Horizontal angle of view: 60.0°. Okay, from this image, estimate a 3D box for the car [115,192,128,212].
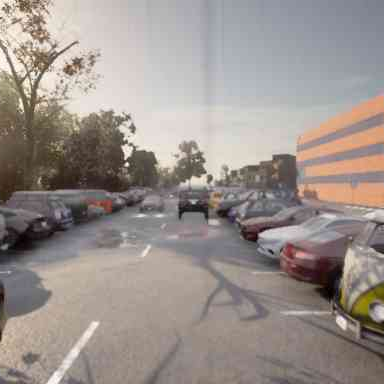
[{"bbox_3d":[-8.170,0.993,27.188,5.008,1.535,2.097,0,1,0],"label":"car"}]

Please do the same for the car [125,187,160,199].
[{"bbox_3d":[-8.154,0.116,55.412,5.566,2.045,2.435,0,1,0],"label":"car"}]

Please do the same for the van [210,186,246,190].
[{"bbox_3d":[4.282,0.515,38.679,4.442,1.987,1.878,0,1,0],"label":"van"}]

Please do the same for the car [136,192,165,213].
[{"bbox_3d":[-3.360,1.004,28.770,1.812,1.442,4.674,0,1,0],"label":"car"}]

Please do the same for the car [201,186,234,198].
[{"bbox_3d":[4.419,0.046,58.454,5.566,2.045,2.435,0,1,0],"label":"car"}]

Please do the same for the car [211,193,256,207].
[{"bbox_3d":[4.402,0.843,35.860,4.674,1.452,2.002,0,1,0],"label":"car"}]

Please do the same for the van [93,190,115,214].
[{"bbox_3d":[-8.279,0.826,24.486,4.442,1.987,1.878,0,1,0],"label":"van"}]

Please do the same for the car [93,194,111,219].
[{"bbox_3d":[-8.170,1.115,21.667,4.892,1.521,2.231,0,1,0],"label":"car"}]

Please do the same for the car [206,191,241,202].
[{"bbox_3d":[4.398,0.595,47.160,4.674,1.452,2.002,0,1,0],"label":"car"}]

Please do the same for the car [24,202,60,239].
[{"bbox_3d":[-8.194,1.329,13.200,4.792,1.488,2.163,0,1,0],"label":"car"}]

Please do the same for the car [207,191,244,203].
[{"bbox_3d":[4.393,0.657,44.335,4.674,1.452,2.002,0,1,0],"label":"car"}]

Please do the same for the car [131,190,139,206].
[{"bbox_3d":[-8.162,0.869,32.833,5.008,1.535,2.097,0,1,0],"label":"car"}]

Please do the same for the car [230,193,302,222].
[{"bbox_3d":[4.377,1.112,16.081,4.553,1.767,2.185,0,1,0],"label":"car"}]

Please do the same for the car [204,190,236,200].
[{"bbox_3d":[4.398,0.428,52.808,5.008,1.535,2.097,0,1,0],"label":"car"}]

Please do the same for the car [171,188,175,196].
[{"bbox_3d":[-3.280,-0.118,70.232,2.097,1.767,4.553,0,1,0],"label":"car"}]

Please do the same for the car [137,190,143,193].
[{"bbox_3d":[-8.173,0.807,35.656,5.008,1.535,2.097,0,1,0],"label":"car"}]

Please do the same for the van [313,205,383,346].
[{"bbox_3d":[4.296,1.230,4.640,4.442,1.987,1.878,0,1,0],"label":"van"}]

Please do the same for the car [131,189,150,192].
[{"bbox_3d":[-8.166,0.680,41.427,5.008,1.535,2.097,0,1,0],"label":"car"}]

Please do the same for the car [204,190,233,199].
[{"bbox_3d":[4.394,0.403,55.636,4.674,1.452,2.002,0,1,0],"label":"car"}]

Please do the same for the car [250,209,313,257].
[{"bbox_3d":[4.413,1.401,10.434,4.674,1.452,2.002,0,1,0],"label":"car"}]

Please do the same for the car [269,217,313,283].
[{"bbox_3d":[4.409,1.458,7.600,4.674,1.452,2.002,0,1,0],"label":"car"}]

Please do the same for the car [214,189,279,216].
[{"bbox_3d":[4.372,0.863,27.381,4.553,1.767,2.185,0,1,0],"label":"car"}]

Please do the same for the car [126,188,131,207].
[{"bbox_3d":[-8.197,0.805,30.008,4.553,1.767,2.185,0,1,0],"label":"car"}]

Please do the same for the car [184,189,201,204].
[{"bbox_3d":[0.082,0.524,42.685,2.097,1.767,4.553,0,1,0],"label":"car"}]

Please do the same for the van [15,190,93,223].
[{"bbox_3d":[-8.281,0.950,18.838,4.442,1.987,1.878,0,1,0],"label":"van"}]

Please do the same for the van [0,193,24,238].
[{"bbox_3d":[-8.043,1.136,10.369,4.442,1.987,1.878,0,1,0],"label":"van"}]

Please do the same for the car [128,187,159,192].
[{"bbox_3d":[-8.187,0.430,52.719,4.892,1.521,2.231,0,1,0],"label":"car"}]

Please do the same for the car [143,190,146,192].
[{"bbox_3d":[-8.199,0.772,38.604,4.792,1.488,2.163,0,1,0],"label":"car"}]

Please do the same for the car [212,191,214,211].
[{"bbox_3d":[4.588,0.924,30.209,5.366,1.575,1.946,0,1,0],"label":"car"}]

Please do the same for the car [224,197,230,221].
[{"bbox_3d":[4.404,1.215,18.910,4.674,1.452,2.002,0,1,0],"label":"car"}]

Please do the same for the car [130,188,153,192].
[{"bbox_3d":[-8.167,0.618,44.250,5.008,1.535,2.097,0,1,0],"label":"car"}]

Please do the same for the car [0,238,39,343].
[{"bbox_3d":[-3.340,1.479,2.413,2.128,1.511,4.902,0,0,0],"label":"car"}]

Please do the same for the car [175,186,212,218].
[{"bbox_3d":[0.090,0.775,25.213,2.150,2.045,5.566,0,1,0],"label":"car"}]

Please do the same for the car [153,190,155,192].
[{"bbox_3d":[-8.170,0.557,47.073,4.892,1.521,2.231,0,1,0],"label":"car"}]

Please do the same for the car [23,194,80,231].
[{"bbox_3d":[-8.131,1.115,15.894,4.553,1.767,2.185,0,1,0],"label":"car"}]

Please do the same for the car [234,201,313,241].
[{"bbox_3d":[4.415,1.299,13.258,5.008,1.535,2.097,0,1,0],"label":"car"}]

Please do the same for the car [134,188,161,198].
[{"bbox_3d":[-8.121,0.099,61.193,4.553,1.767,2.185,0,1,0],"label":"car"}]
